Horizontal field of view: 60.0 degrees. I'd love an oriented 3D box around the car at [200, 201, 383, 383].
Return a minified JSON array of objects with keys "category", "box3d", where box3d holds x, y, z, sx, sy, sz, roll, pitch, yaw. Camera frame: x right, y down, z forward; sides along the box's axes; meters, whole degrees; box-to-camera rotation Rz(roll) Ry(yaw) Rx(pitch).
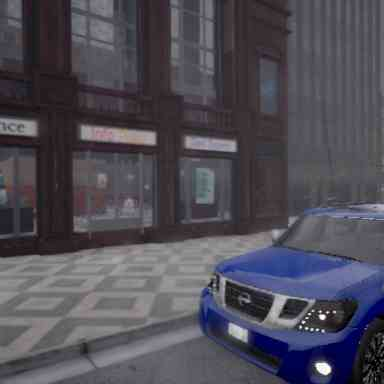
[{"category":"car","box3d":[2.769,1.233,5.352,5.566,2.045,2.150,0,0,-35]}]
